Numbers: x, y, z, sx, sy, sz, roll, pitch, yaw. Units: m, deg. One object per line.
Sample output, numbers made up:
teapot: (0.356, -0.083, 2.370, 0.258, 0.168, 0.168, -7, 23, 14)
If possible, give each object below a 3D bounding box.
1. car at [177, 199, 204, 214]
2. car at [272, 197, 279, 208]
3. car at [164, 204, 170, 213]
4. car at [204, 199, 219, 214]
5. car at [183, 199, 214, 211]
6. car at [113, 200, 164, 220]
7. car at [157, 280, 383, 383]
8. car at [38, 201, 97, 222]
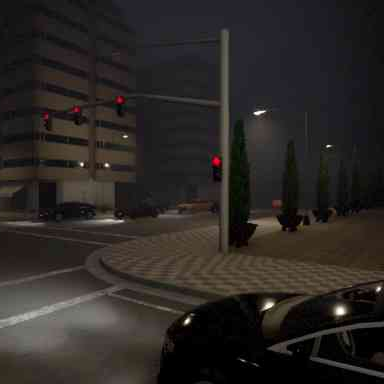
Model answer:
car: (0.353, 1.533, 36.320, 1.882, 1.535, 5.008, 0, 0, 35)
car: (13.427, 1.407, 48.415, 2.097, 1.767, 4.553, 0, 0, 35)
car: (-4.552, 1.603, 35.445, 2.033, 1.411, 5.357, 0, 0, 35)
car: (3.715, 1.548, 34.677, 2.128, 1.511, 4.902, 0, 0, 35)
car: (0.899, 1.619, 43.135, 1.994, 1.385, 4.181, 0, 0, 36)
car: (-4.797, 1.619, 29.032, 1.994, 1.385, 4.181, 0, 0, 35)
car: (1.890, 1.492, 2.626, 4.902, 1.511, 2.128, 0, 0, 36)
car: (-10.172, 1.560, 27.488, 1.837, 1.490, 4.892, 0, 0, 35)
